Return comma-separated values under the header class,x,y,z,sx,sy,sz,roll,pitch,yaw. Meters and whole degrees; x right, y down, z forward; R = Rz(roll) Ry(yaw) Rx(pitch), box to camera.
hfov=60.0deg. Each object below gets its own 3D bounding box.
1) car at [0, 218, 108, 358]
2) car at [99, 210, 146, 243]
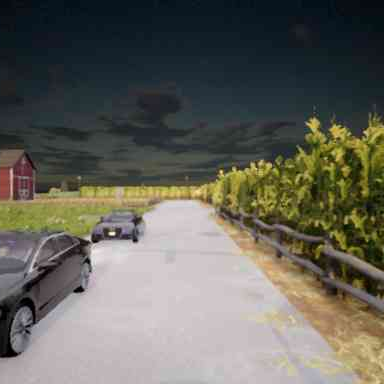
class,x,y,z,sx,sy,sz,roll,pitch,yaw
car,-3.262,1.496,6.070,2.128,1.511,4.902,0,0,-1
car,-3.378,1.560,15.975,1.994,1.385,4.181,0,0,-1
